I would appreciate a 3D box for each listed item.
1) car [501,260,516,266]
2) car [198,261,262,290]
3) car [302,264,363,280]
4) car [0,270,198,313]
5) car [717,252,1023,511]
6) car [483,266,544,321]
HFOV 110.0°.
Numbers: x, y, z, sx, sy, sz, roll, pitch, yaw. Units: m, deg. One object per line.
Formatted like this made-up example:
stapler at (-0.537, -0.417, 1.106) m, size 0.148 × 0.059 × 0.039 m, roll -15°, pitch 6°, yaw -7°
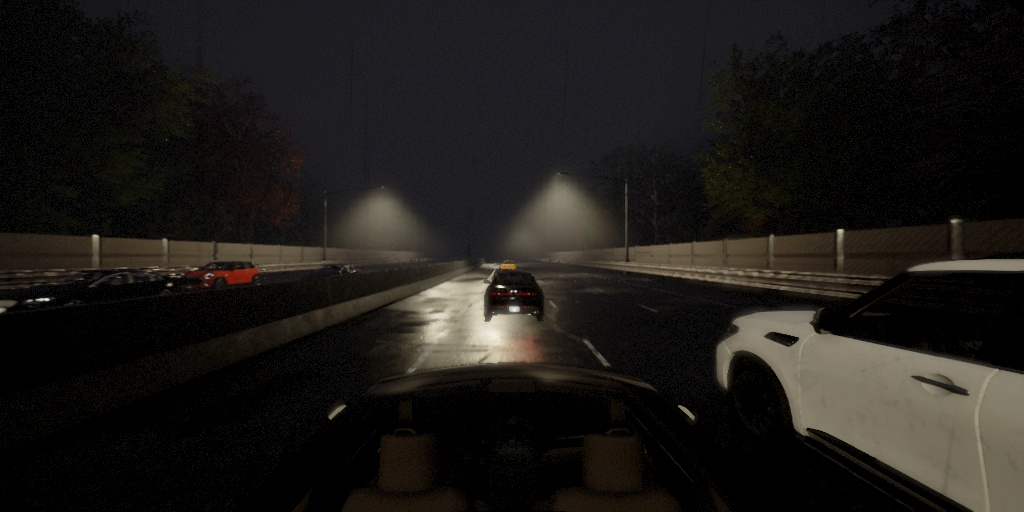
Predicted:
car at (-0.436, 1.223, 44.480) m, size 1.801 × 1.575 × 5.366 m, roll 0°, pitch 0°, yaw -1°
car at (-17.659, 1.111, 21.847) m, size 2.097 × 1.767 × 4.553 m, roll 0°, pitch 0°, yaw 0°
car at (-10.658, 1.251, 21.560) m, size 2.128 × 1.511 × 4.902 m, roll 0°, pitch 0°, yaw 0°
car at (-14.131, 1.248, 12.337) m, size 2.128 × 1.511 × 4.902 m, roll 0°, pitch 0°, yaw 0°
car at (3.595, 0.971, 2.041) m, size 2.150 × 2.045 × 5.566 m, roll 0°, pitch 0°, yaw 0°
car at (0.054, 1.259, 12.559) m, size 1.837 × 1.490 × 4.892 m, roll 0°, pitch 0°, yaw 0°
